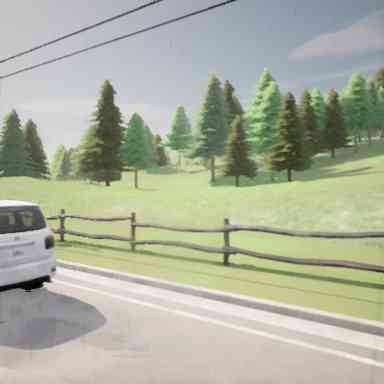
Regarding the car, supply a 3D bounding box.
[{"bbox_3d":[-5.431,1.183,7.634,5.566,2.045,2.150,0,0,34],"label":"car"}]
